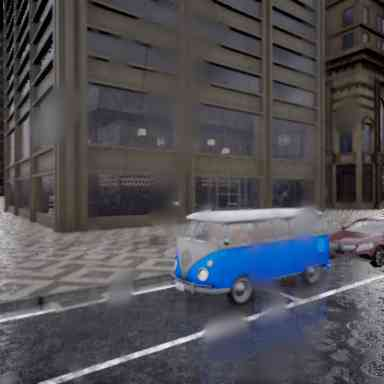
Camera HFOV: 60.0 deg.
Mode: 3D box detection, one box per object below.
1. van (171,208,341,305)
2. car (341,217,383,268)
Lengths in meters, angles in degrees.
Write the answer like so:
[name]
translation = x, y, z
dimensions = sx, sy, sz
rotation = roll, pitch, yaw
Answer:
[van]
translation = 1.476, 1.300, 7.695
dimensions = 3.998, 1.788, 1.690
rotation = -1, 1, -35
[car]
translation = 6.039, 1.500, 10.947
dimensions = 4.206, 1.307, 1.802
rotation = -1, 1, -35
